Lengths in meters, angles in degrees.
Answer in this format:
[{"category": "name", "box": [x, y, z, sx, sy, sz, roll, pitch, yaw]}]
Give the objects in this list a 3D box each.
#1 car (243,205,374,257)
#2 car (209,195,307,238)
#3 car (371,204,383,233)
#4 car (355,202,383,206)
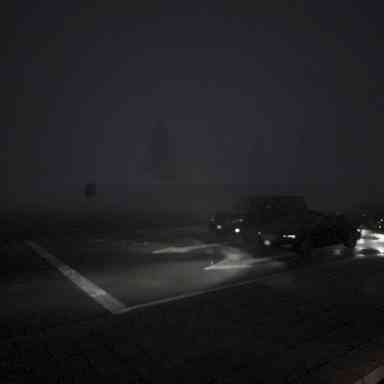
[{"category": "car", "box": [4.567, 1.454, 12.750, 4.902, 1.511, 2.128, 0, 0, -35]}, {"category": "car", "box": [3.472, 1.180, 16.249, 5.566, 2.045, 2.150, 0, 0, -35]}, {"category": "car", "box": [11.839, 1.494, 17.898, 4.181, 1.385, 1.994, 0, 0, -35]}, {"category": "car", "box": [11.752, 1.427, 22.143, 4.892, 1.490, 1.837, 0, 0, -35]}]
